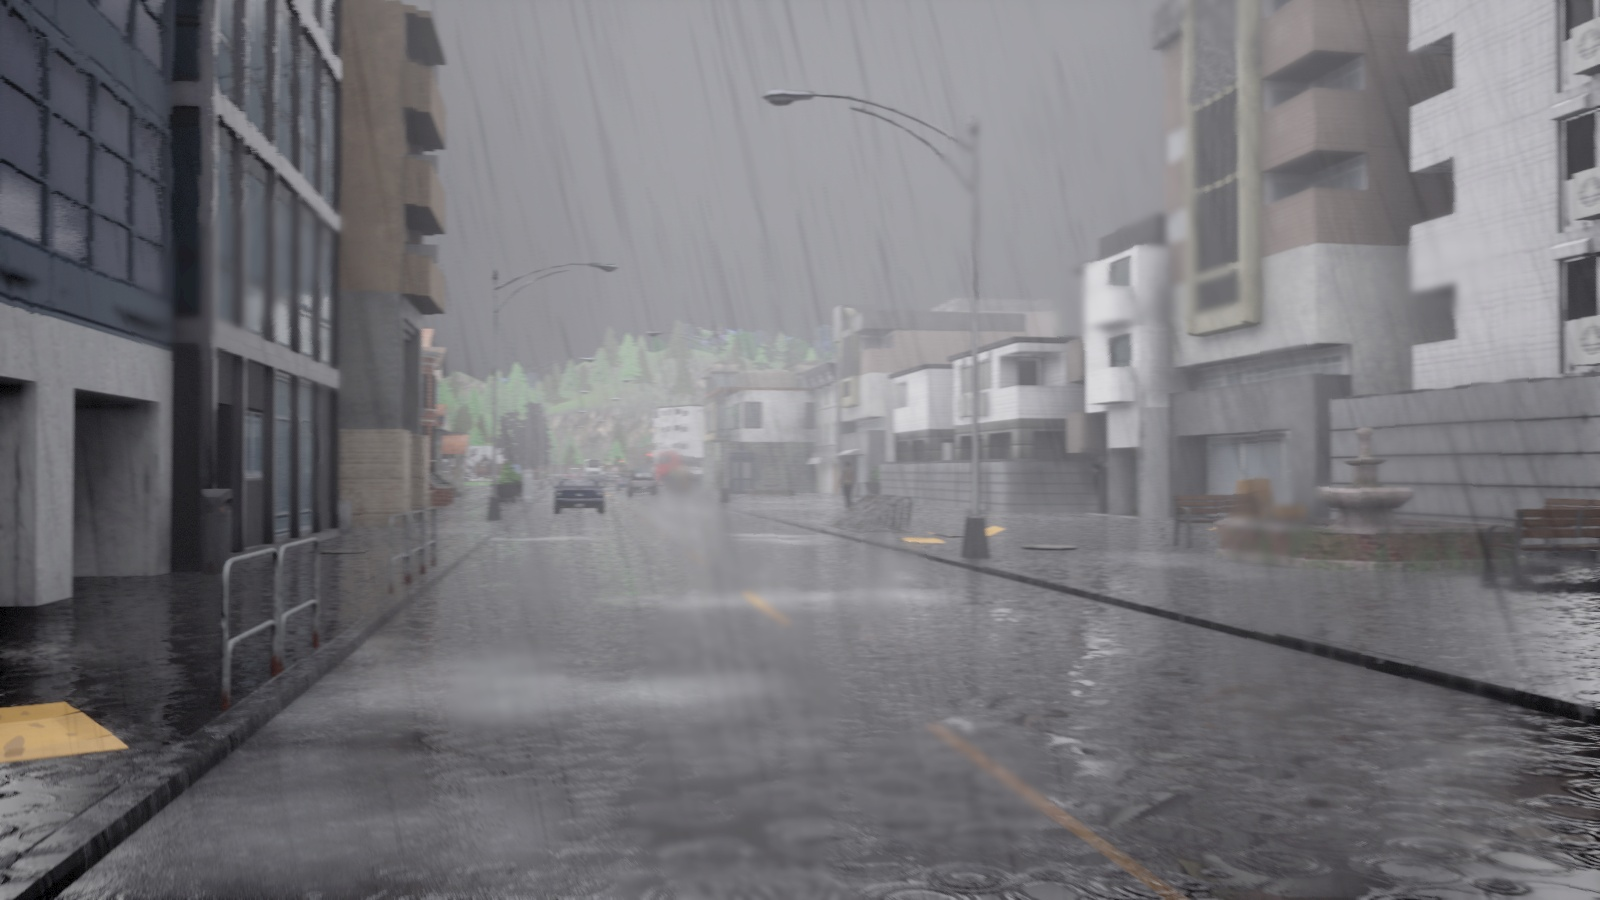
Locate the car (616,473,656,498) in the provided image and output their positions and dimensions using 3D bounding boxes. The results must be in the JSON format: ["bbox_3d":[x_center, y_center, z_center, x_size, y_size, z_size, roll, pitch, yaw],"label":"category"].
[{"bbox_3d":[-10.168,2.158,77.615,2.128,1.511,4.902,0,-1,-11],"label":"car"}]

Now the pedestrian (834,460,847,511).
[{"bbox_3d":[1.488,1.287,46.085,0.331,1.846,0.634,0,-1,-12],"label":"pedestrian"}]

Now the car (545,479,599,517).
[{"bbox_3d":[-8.585,1.779,47.327,1.895,1.301,4.718,0,-1,-11],"label":"car"}]
